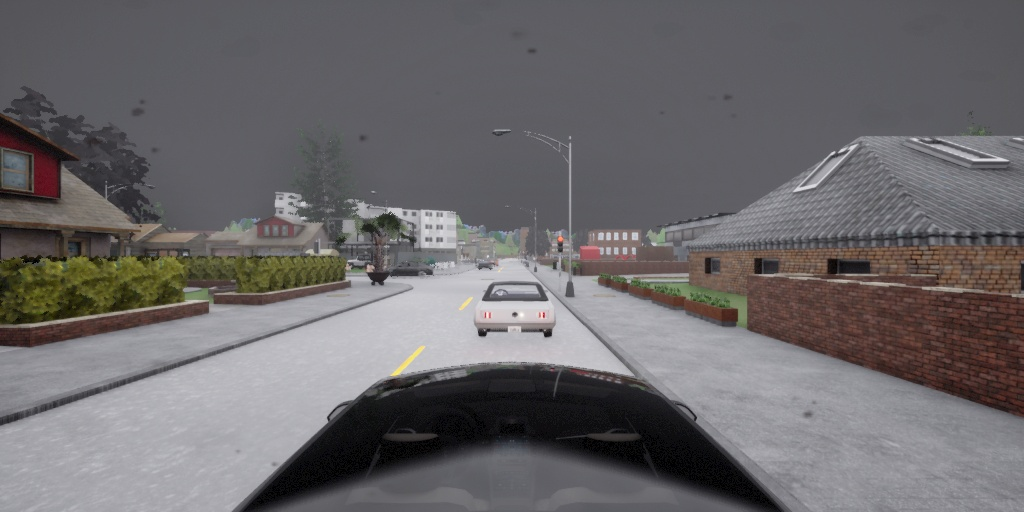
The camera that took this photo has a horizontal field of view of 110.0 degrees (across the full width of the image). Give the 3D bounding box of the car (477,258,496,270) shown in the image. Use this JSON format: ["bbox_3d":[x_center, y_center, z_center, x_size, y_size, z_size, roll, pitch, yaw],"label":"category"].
[{"bbox_3d":[-3.823,1.297,51.229,2.033,1.411,5.357,0,0,0],"label":"car"}]

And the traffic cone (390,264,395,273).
[{"bbox_3d":[-15.152,1.558,44.755,0.344,0.586,0.344,0,0,0],"label":"traffic cone"}]

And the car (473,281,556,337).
[{"bbox_3d":[0.098,1.351,10.234,1.895,1.301,4.718,0,0,1],"label":"car"}]

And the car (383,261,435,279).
[{"bbox_3d":[-9.586,1.256,32.773,4.892,1.490,1.837,0,4,-10],"label":"car"}]

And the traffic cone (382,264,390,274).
[{"bbox_3d":[-15.516,1.561,44.187,0.344,0.586,0.344,0,0,0],"label":"traffic cone"}]
